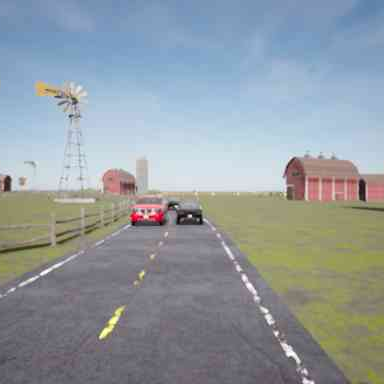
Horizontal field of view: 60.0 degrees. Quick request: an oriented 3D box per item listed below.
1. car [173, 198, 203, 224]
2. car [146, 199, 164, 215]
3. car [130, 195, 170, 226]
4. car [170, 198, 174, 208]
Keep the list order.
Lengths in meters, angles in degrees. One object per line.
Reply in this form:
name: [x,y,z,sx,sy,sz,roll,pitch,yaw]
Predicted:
car: [-0.261,1.480,25.215,1.882,1.535,5.008,0,0,-3]
car: [-3.955,1.498,35.353,1.837,1.490,4.892,0,0,-7]
car: [-2.966,1.227,23.784,2.150,2.045,5.566,0,0,-1]
car: [-2.398,1.468,43.178,1.882,1.535,5.008,0,0,-10]
